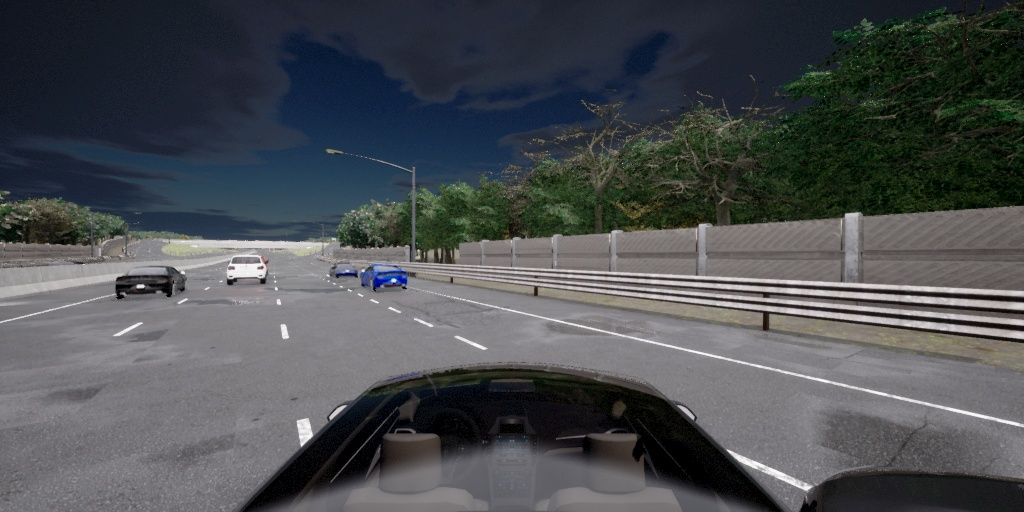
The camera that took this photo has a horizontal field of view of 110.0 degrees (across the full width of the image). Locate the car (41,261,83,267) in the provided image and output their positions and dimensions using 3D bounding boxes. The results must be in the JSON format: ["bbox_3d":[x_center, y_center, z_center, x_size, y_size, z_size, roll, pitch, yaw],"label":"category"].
[{"bbox_3d":[-40.495,1.221,32.399,1.837,1.490,4.892,0,0,-34],"label":"car"}]

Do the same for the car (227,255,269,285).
[{"bbox_3d":[-19.274,0.957,26.201,2.150,2.045,5.566,0,0,-34],"label":"car"}]

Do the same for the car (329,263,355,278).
[{"bbox_3d":[-15.831,1.296,33.645,1.994,1.385,4.181,0,0,-34],"label":"car"}]

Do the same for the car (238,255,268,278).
[{"bbox_3d":[-25.263,0.946,35.152,2.150,2.045,5.566,0,0,-34],"label":"car"}]

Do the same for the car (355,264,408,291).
[{"bbox_3d":[-7.915,1.222,21.854,1.882,1.535,5.008,0,0,-34],"label":"car"}]

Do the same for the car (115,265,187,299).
[{"bbox_3d":[-18.124,1.218,18.213,1.882,1.535,5.008,0,0,-34],"label":"car"}]

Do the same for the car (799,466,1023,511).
[{"bbox_3d":[2.985,1.315,0.453,4.181,1.385,1.994,0,0,34],"label":"car"}]
